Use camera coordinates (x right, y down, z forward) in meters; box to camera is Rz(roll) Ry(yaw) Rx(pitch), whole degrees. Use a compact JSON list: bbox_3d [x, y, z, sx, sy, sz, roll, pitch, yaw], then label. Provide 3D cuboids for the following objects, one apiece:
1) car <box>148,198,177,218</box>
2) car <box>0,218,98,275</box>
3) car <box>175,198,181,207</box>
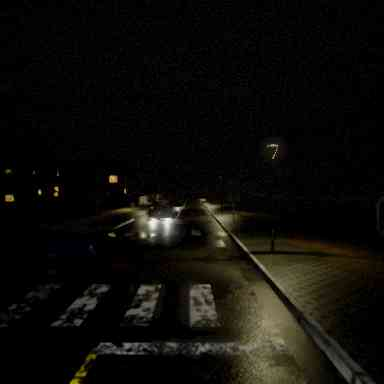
[{"bbox_3d":[-2.703,1.548,29.769,1.994,1.385,4.181,0,0,0],"label":"car"},{"bbox_3d":[-5.274,1.418,8.736,5.357,1.411,2.033,5,-1,-37],"label":"car"},{"bbox_3d":[-2.673,1.536,50.249,1.994,1.385,4.181,0,0,0],"label":"car"}]
